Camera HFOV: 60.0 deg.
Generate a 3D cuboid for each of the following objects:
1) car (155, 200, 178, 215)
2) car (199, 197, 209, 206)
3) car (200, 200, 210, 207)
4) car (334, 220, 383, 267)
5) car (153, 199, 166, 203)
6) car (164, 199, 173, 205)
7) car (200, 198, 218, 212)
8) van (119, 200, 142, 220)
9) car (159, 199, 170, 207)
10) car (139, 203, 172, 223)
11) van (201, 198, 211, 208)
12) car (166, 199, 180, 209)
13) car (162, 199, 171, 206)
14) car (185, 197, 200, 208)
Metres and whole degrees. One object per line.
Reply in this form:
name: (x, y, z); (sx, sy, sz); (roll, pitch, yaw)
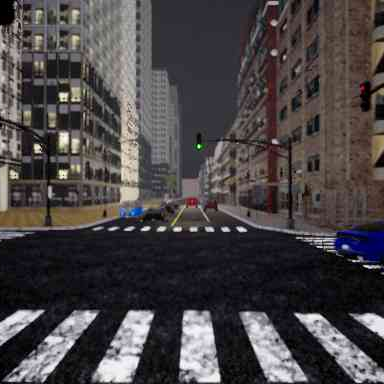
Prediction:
car: (-3.096, 2.011, 40.460); (1.994, 1.385, 4.181); (0, -1, 0)
car: (2.673, 2.165, 75.728); (2.192, 1.841, 5.009); (0, -1, 0)
car: (2.675, 2.336, 70.174); (2.008, 1.369, 4.403); (0, -1, 0)
car: (7.677, 1.789, 12.050); (5.008, 1.535, 1.882); (1, -2, -14)
car: (-5.702, 2.119, 53.351); (1.752, 1.417, 4.829); (0, -1, 0)
car: (-5.708, 2.466, 81.274); (2.008, 1.369, 4.403); (0, -1, 0)
car: (2.679, 1.847, 47.976); (2.192, 1.841, 5.009); (0, -1, 0)
van: (-5.698, 1.686, 31.321); (1.690, 1.788, 3.998); (0, -1, 0)
car: (-5.706, 2.226, 70.173); (1.967, 1.590, 4.097); (0, -1, 0)
car: (-3.101, 1.918, 28.845); (1.895, 1.301, 4.718); (0, -1, 0)
van: (2.675, 2.063, 64.627); (1.690, 1.788, 3.998); (0, -1, 0)
car: (-3.066, 2.213, 55.021); (1.895, 1.301, 4.718); (0, -1, 1)
car: (-5.707, 2.374, 75.553); (1.752, 1.417, 4.829); (0, -1, 0)
car: (-0.009, 1.895, 60.430); (2.150, 2.045, 5.566); (0, -1, 0)
